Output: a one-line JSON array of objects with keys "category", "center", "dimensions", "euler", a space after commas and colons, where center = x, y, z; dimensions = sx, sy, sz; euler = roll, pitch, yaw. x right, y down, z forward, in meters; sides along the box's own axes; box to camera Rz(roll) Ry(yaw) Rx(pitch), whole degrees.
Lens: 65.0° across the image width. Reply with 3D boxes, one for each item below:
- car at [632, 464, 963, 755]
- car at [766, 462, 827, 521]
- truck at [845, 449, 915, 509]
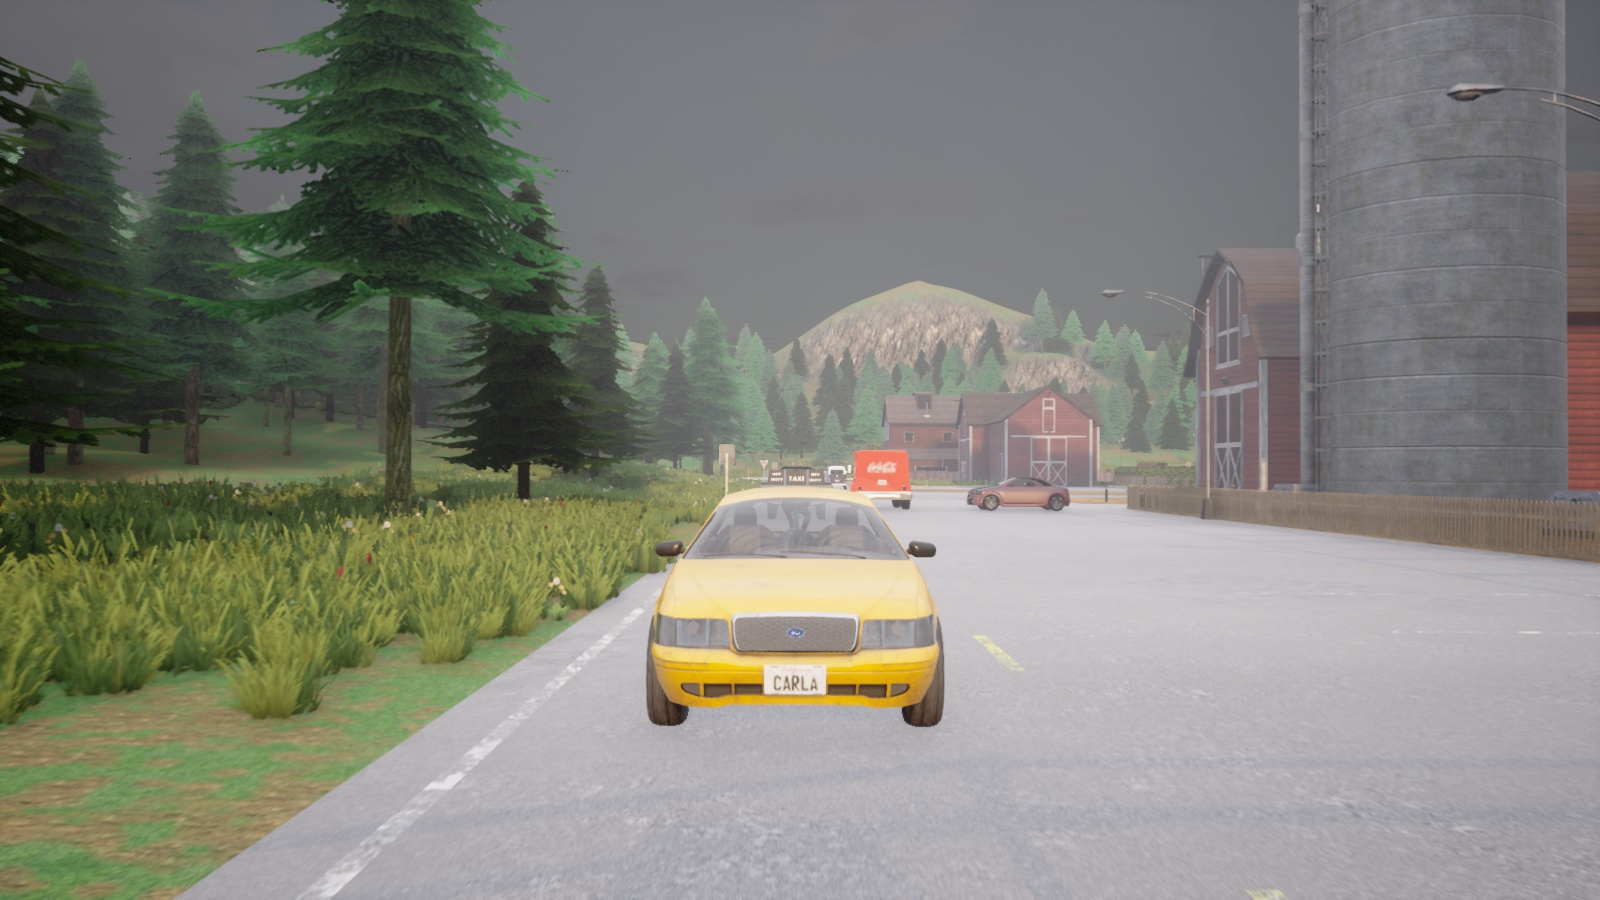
[{"category": "car", "center": [-0.024, 0.917, 9.536], "dimensions": [1.801, 1.575, 5.366], "euler": [0, -1, 0]}, {"category": "car", "center": [-0.104, 1.351, 42.212], "dimensions": [1.932, 1.855, 4.605], "euler": [0, -1, 0]}, {"category": "truck", "center": [3.366, 1.234, 53.980], "dimensions": [2.627, 2.467, 5.204], "euler": [0, -1, 0]}]
